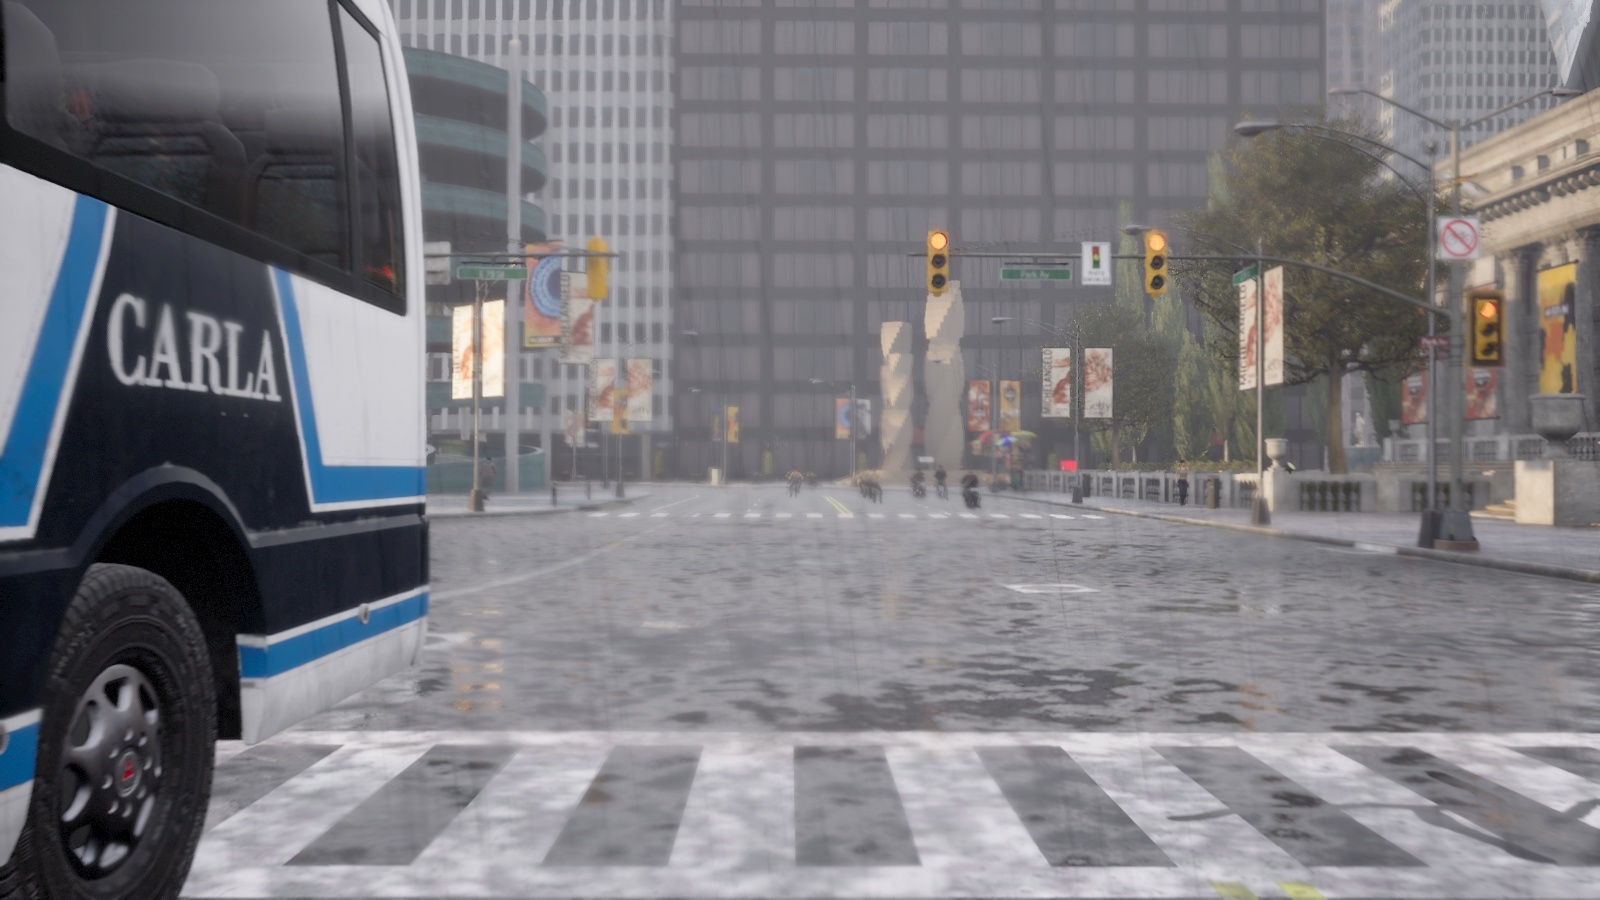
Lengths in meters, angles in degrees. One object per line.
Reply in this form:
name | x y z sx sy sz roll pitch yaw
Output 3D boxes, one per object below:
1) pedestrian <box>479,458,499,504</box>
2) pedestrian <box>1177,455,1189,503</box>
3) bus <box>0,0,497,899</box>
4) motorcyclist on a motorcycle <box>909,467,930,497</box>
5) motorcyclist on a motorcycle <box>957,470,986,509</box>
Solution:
pedestrian | -13.273 1.307 53.559 0.659 1.952 0.873 0 -1 -3
pedestrian | 14.954 1.128 49.031 0.345 1.836 0.594 0 -1 5
bus | -3.508 -0.542 1.258 3.944 4.253 10.273 0 -1 0
motorcyclist on a motorcycle | 6.733 1.773 70.803 0.766 1.649 2.350 0 -1 -5
motorcyclist on a motorcycle | 6.877 1.558 50.398 0.866 1.530 2.191 0 -1 0
